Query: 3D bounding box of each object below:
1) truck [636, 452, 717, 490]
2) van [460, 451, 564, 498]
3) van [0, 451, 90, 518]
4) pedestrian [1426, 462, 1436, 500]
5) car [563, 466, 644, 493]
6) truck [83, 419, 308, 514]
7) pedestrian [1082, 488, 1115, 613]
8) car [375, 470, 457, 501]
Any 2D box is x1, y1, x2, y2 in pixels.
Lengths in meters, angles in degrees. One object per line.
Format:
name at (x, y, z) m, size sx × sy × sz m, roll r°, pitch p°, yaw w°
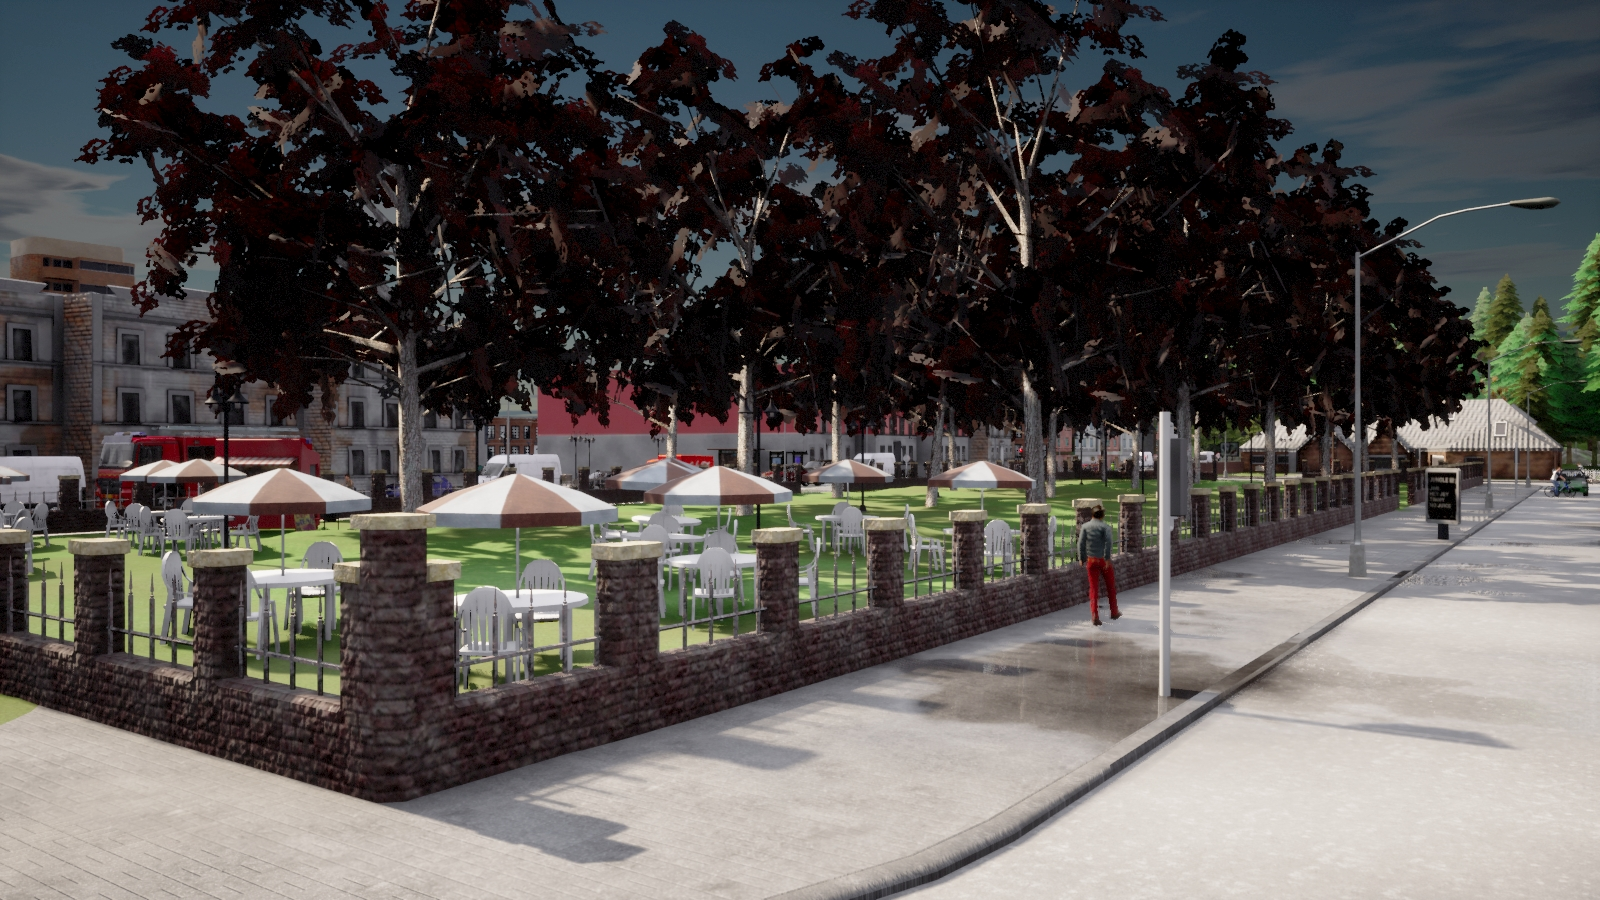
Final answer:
truck at (-8.233, 1.348, 76.671) m, size 2.627 × 2.467 × 5.204 m, roll 0°, pitch 0°, yaw 35°
van at (-16.329, 1.314, 65.083) m, size 1.988 × 2.561 × 5.915 m, roll 0°, pitch 0°, yaw 35°
van at (-31.021, 1.314, 44.007) m, size 1.988 × 2.561 × 5.915 m, roll 0°, pitch 0°, yaw 35°
pedestrian at (30.907, 1.525, 55.986) m, size 0.375 × 1.860 × 0.375 m, roll 0°, pitch 0°, yaw 35°
car at (-12.166, 1.814, 71.050) m, size 2.097 × 1.535 × 5.006 m, roll 0°, pitch 0°, yaw 35°
truck at (-26.598, 0.670, 50.778) m, size 2.891 × 3.827 × 8.468 m, roll 0°, pitch 0°, yaw 35°
pedestrian at (4.540, 1.517, 17.382) m, size 0.375 × 1.860 × 0.375 m, roll 0°, pitch 0°, yaw 37°
car at (-20.045, 1.818, 59.739) m, size 1.845 × 1.501 × 3.633 m, roll 0°, pitch 0°, yaw 35°
